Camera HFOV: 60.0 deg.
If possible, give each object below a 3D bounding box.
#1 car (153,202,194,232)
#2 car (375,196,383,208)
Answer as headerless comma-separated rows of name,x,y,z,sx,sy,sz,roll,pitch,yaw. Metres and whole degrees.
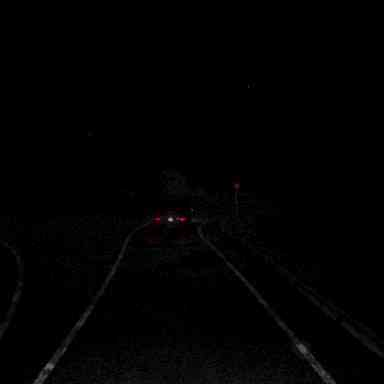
car,-0.941,1.275,18.196,2.033,1.411,5.357,0,2,2
car,19.686,1.055,35.583,5.008,1.535,1.882,4,2,2
